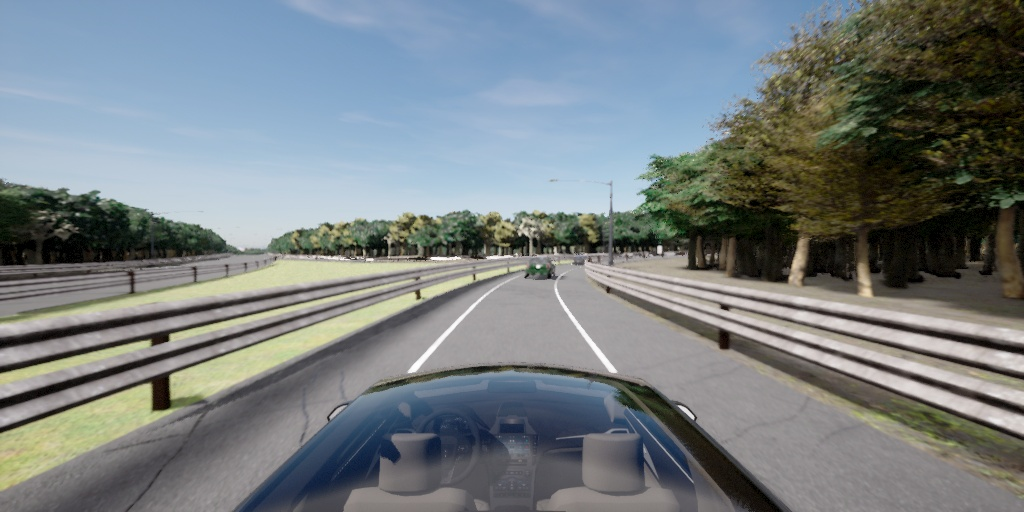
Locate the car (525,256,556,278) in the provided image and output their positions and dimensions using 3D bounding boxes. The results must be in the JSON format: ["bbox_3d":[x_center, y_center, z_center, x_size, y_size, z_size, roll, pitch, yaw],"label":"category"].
[{"bbox_3d":[2.408,0.818,29.575,2.097,1.767,4.553,1,1,11],"label":"car"}]

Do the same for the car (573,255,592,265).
[{"bbox_3d":[10.687,0.557,54.220,2.128,1.511,4.902,1,1,27],"label":"car"}]
